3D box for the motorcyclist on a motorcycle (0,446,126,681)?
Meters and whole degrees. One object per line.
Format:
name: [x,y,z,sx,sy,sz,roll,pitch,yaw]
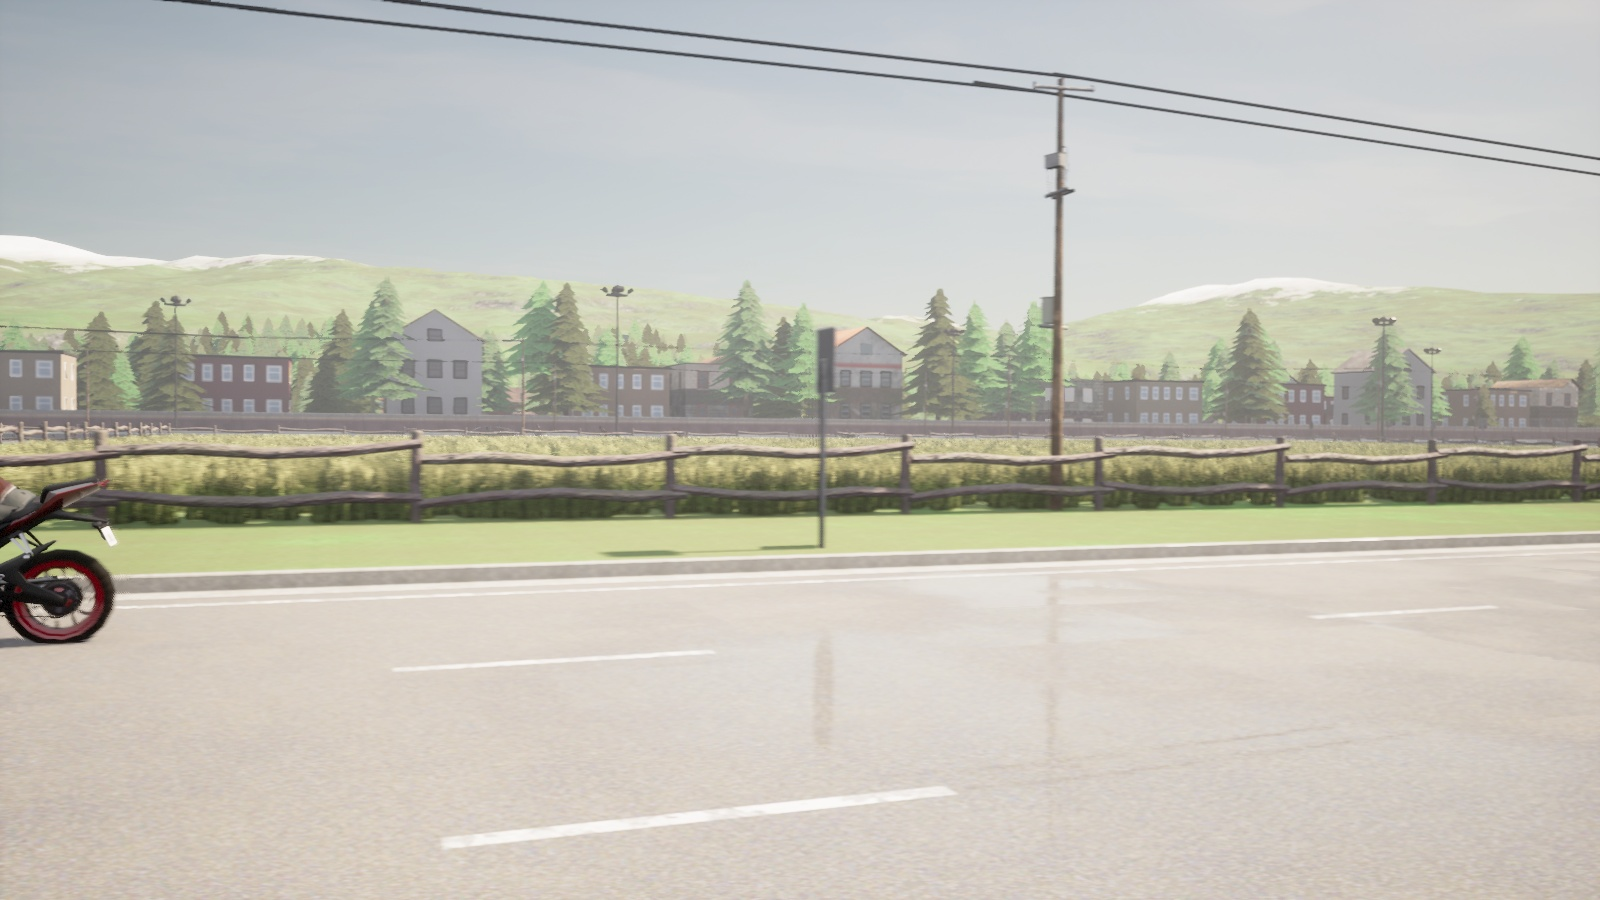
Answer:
motorcyclist on a motorcycle: [-5.876,0.763,8.496,2.191,1.530,0.866,-1,1,-21]
